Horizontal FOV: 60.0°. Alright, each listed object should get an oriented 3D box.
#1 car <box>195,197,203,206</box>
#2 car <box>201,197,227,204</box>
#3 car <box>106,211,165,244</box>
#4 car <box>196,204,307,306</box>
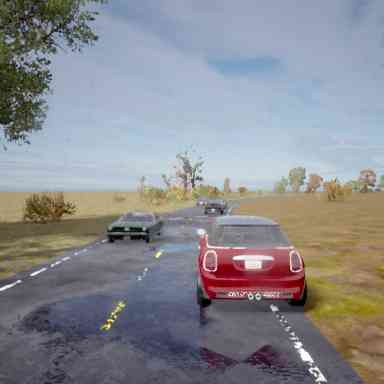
[{"bbox_3d":[1.742,1.467,50.397,2.128,1.511,4.902,0,0,11],"label":"car"},{"bbox_3d":[2.386,1.494,34.813,1.837,1.490,4.892,0,0,8],"label":"car"},{"bbox_3d":[-2.554,1.599,15.914,1.895,1.301,4.718,0,0,4],"label":"car"},{"bbox_3d":[1.197,1.351,8.221,2.097,1.767,4.553,0,0,2],"label":"car"}]
